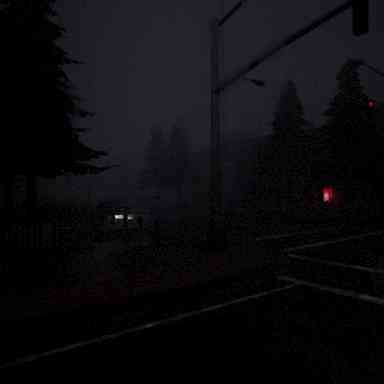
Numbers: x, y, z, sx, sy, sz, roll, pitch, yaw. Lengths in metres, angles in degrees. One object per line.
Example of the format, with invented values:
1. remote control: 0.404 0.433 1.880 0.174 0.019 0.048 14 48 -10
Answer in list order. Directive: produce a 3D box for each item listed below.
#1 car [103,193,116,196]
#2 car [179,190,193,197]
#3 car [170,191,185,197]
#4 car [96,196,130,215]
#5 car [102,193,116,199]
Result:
1. car: -18.681 1.011 75.328 1.845 1.501 3.633 -1 1 -37
2. car: -1.638 0.431 88.410 1.905 1.878 3.866 -1 1 -37
3. car: -3.718 0.490 86.341 1.932 1.855 4.605 -1 1 -37
4. car: -7.603 1.417 31.896 1.994 1.385 4.181 -1 1 -37
5. car: -20.737 0.984 83.056 1.970 1.475 3.806 -1 1 -37
